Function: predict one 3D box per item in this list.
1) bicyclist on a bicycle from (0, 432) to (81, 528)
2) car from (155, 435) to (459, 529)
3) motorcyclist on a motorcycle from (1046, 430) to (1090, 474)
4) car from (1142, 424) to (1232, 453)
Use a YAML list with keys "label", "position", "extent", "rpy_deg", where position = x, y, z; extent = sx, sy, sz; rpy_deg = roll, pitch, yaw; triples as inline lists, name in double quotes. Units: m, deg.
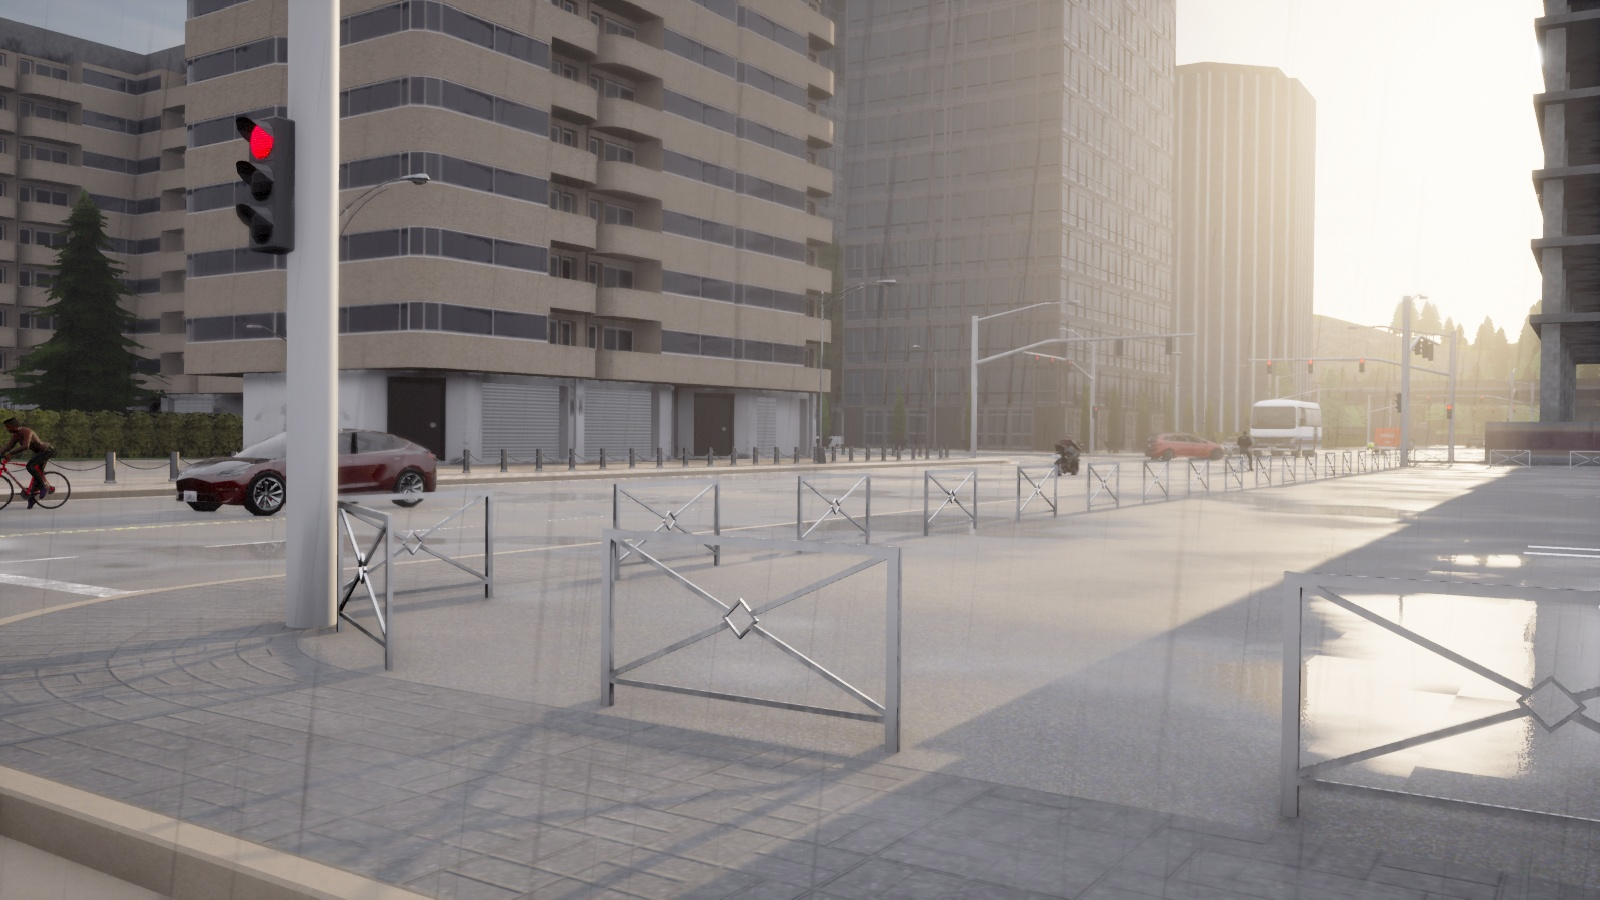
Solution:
- label: "bicyclist on a bicycle"
  position: [-13.599, 0.507, 21.982]
  extent: [0.582, 1.620, 1.656]
  rpy_deg: [0, 1, 33]
- label: "car"
  position: [-8.837, 0.498, 22.939]
  extent: [2.163, 1.488, 4.792]
  rpy_deg: [0, 1, 33]
- label: "motorcyclist on a motorcycle"
  position: [9.748, 0.055, 45.607]
  extent: [0.866, 1.530, 2.191]
  rpy_deg: [0, 1, 32]
- label: "car"
  position: [22.926, -0.679, 74.488]
  extent: [4.611, 1.667, 2.242]
  rpy_deg: [-1, 1, -6]
